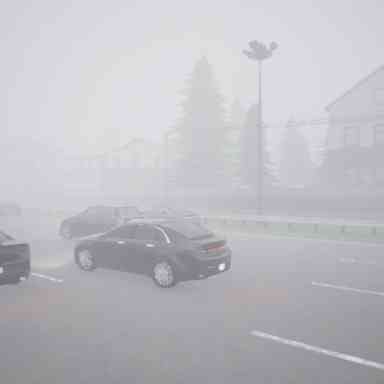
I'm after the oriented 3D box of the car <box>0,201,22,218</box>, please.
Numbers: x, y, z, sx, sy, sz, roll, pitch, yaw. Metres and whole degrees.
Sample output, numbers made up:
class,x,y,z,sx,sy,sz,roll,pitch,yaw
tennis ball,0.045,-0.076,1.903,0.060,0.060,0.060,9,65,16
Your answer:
class,x,y,z,sx,sy,sz,roll,pitch,yaw
car,-16.686,1.497,28.810,4.902,1.511,2.128,0,0,36

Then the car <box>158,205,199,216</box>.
class,x,y,z,sx,sy,sz,roll,pitch,yaw
car,-1.795,1.494,18.177,4.902,1.511,2.128,0,0,36

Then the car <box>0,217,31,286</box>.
class,x,y,z,sx,sy,sz,roll,pitch,yaw
car,-6.023,1.479,8.295,5.008,1.535,1.882,0,0,36

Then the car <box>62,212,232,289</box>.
class,x,y,z,sx,sy,sz,roll,pitch,yaw
car,-1.270,1.506,9.202,4.892,1.490,1.837,0,0,36

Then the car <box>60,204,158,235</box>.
class,x,y,z,sx,sy,sz,roll,pitch,yaw
car,-4.131,1.354,15.544,4.553,1.767,2.097,0,0,36
